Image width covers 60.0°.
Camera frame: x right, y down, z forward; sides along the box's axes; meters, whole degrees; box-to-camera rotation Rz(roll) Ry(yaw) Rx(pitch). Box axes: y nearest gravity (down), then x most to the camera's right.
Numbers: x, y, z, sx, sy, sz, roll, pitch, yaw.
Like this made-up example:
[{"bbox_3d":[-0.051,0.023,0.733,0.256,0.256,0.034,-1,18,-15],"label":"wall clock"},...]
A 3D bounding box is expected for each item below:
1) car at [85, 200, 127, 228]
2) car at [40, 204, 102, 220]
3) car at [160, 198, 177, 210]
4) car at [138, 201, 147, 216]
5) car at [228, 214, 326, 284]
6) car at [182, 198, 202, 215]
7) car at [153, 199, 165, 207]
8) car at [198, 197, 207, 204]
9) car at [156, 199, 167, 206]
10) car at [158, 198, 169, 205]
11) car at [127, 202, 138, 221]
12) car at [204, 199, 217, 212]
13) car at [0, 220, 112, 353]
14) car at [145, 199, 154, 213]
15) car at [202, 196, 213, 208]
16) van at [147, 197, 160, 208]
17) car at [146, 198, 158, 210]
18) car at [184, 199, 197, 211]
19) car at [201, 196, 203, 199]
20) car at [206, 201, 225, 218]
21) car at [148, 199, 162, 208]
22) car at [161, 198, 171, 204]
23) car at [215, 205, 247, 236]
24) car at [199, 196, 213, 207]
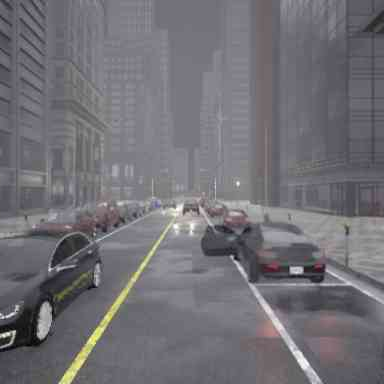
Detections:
[{"bbox_3d":[-5.851,1.448,20.954,2.192,1.841,5.009,0,0,0],"label":"car"},{"bbox_3d":[-5.827,1.538,15.316,1.967,1.590,4.097,0,0,0],"label":"car"},{"bbox_3d":[-3.200,1.733,48.756,1.837,1.490,4.892,0,0,0],"label":"car"},{"bbox_3d":[-5.897,1.771,32.225,1.947,1.339,4.313,0,0,0],"label":"car"},{"bbox_3d":[2.315,1.587,9.691,1.812,1.442,4.674,0,0,0],"label":"car"},{"bbox_3d":[-0.081,1.742,37.470,1.837,1.490,4.892,0,-1,0],"label":"car"},{"bbox_3d":[-6.014,1.980,60.408,1.802,1.307,4.206,0,0,0],"label":"car"},{"bbox_3d":[2.439,1.962,77.355,1.967,1.590,4.097,0,0,0],"label":"car"},{"bbox_3d":[-6.038,2.005,66.044,1.947,1.339,4.313,0,0,0],"label":"car"},{"bbox_3d":[-6.062,2.046,71.680,1.947,1.339,4.313,0,0,0],"label":"car"},{"bbox_3d":[-5.873,1.735,26.589,1.947,1.339,4.313,0,0,0],"label":"car"},{"bbox_3d":[2.605,1.824,37.903,1.802,1.307,4.206,0,0,0],"label":"car"},{"bbox_3d":[-3.124,1.546,6.467,1.837,1.490,4.892,0,0,0],"label":"car"},{"bbox_3d":[-5.920,1.793,37.862,2.008,1.369,4.403,0,0,0],"label":"car"},{"bbox_3d":[2.580,1.720,43.540,1.967,1.590,4.097,0,0,0],"label":"car"},{"bbox_3d":[-5.968,1.659,49.137,1.690,1.788,3.998,0,0,0],"label":"van"},{"bbox_3d":[-5.944,1.862,43.499,1.802,1.307,4.206,0,0,0],"label":"car"},{"bbox_3d":[-0.175,1.811,47.463,1.837,1.490,4.892,0,0,0],"label":"car"},{"bbox_3d":[2.533,1.673,54.812,2.192,1.841,5.009,0,0,0],"label":"car"},{"bbox_3d":[2.628,1.787,32.266,1.802,1.307,4.206,0,0,0],"label":"car"},{"bbox_3d":[-5.990,1.882,54.601,1.752,1.417,4.829,0,0,0],"label":"car"},{"bbox_3d":[-6.085,2.073,77.317,2.008,1.369,4.403,0,0,0],"label":"car"},{"bbox_3d":[2.675,1.715,20.994,1.802,1.307,4.206,0,0,0],"label":"car"},{"bbox_3d":[2.509,1.713,60.448,2.192,1.841,5.009,0,0,0],"label":"car"}]
